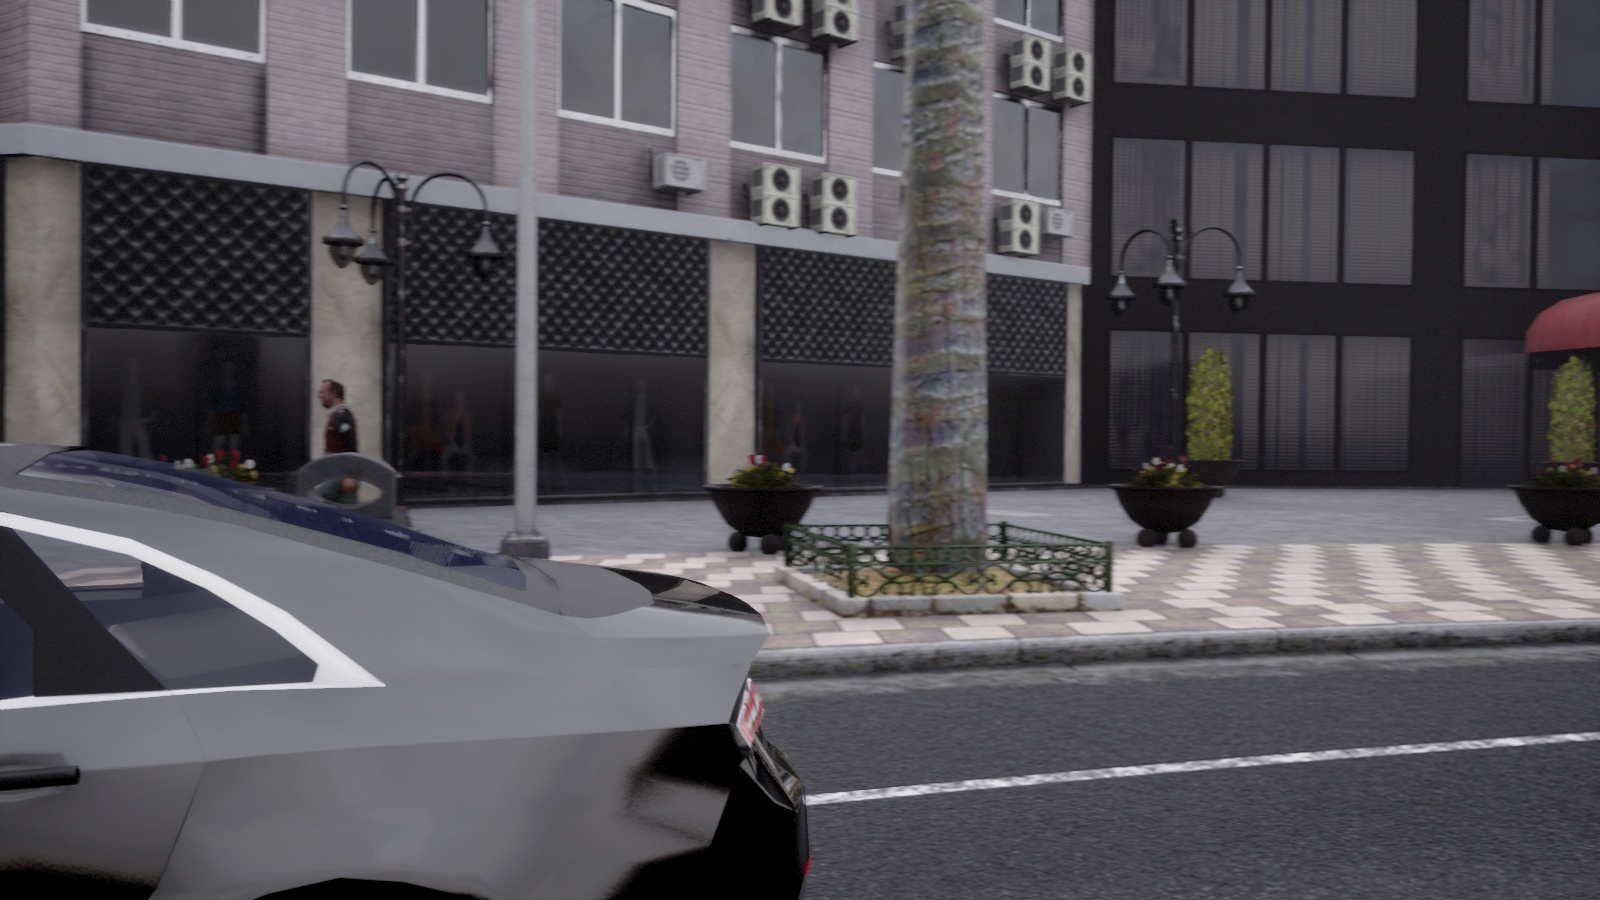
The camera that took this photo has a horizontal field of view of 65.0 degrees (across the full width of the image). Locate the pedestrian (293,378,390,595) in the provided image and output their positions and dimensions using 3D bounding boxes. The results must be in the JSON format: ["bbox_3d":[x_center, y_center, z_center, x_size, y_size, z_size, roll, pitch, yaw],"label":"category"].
[{"bbox_3d":[-4.014,0.307,11.019,0.720,1.854,0.376,-1,1,-12],"label":"pedestrian"}]

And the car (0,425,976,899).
[{"bbox_3d":[-2.358,0.739,2.314,4.902,1.511,2.128,-1,1,-22],"label":"car"}]
